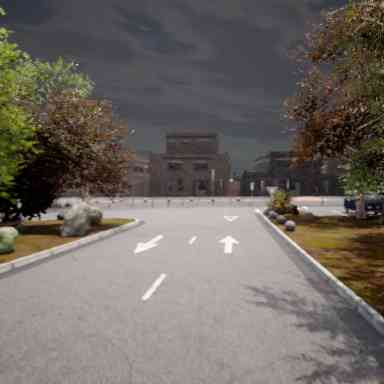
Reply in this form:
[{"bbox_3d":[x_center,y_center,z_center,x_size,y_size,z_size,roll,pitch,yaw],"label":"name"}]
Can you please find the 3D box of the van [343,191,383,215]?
[{"bbox_3d":[14.407,0.897,28.540,1.878,1.987,4.442,-2,1,8],"label":"van"}]
